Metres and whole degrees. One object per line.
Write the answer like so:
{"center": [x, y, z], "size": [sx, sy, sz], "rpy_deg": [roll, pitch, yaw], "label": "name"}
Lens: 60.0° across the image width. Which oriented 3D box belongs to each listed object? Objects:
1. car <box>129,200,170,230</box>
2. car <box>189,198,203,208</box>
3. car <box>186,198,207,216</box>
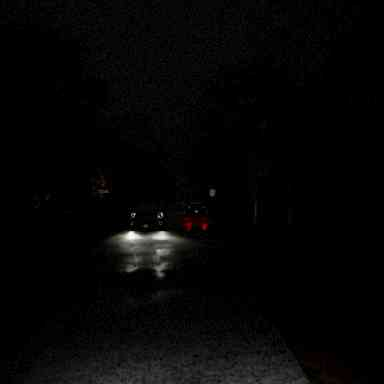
{"center": [-2.563, 1.314, 20.826], "size": [2.097, 1.767, 4.553], "rpy_deg": [0, 0, 1], "label": "car"}
{"center": [0.545, 1.537, 47.105], "size": [1.895, 1.301, 4.718], "rpy_deg": [0, 0, 1], "label": "car"}
{"center": [0.394, 1.483, 31.333], "size": [1.812, 1.442, 4.674], "rpy_deg": [0, 0, 1], "label": "car"}
